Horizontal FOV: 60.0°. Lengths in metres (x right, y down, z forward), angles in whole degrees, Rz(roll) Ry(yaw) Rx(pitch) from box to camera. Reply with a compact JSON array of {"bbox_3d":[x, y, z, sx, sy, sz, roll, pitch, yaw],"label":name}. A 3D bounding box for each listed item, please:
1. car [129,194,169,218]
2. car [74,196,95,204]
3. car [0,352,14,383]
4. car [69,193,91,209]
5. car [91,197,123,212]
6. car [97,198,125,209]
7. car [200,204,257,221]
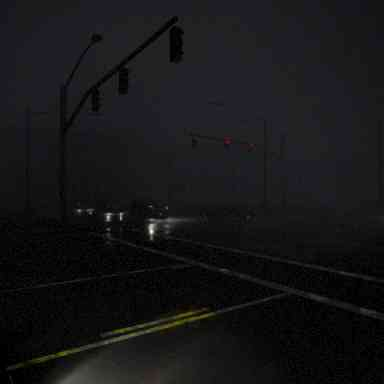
[{"bbox_3d":[-3.989,1.352,30.491,2.097,1.767,4.553,0,0,-36],"label":"car"},{"bbox_3d":[-20.128,1.493,62.413,2.128,1.511,4.902,0,0,3],"label":"car"},{"bbox_3d":[-3.602,1.547,1.239,5.357,1.411,2.033,0,0,-35],"label":"car"},{"bbox_3d":[-15.829,1.219,47.164,2.150,2.045,5.566,0,0,-33],"label":"car"},{"bbox_3d":[-9.767,1.526,38.500,1.812,1.442,4.674,0,0,-36],"label":"car"},{"bbox_3d":[-11.640,1.547,47.445,2.033,1.411,5.357,0,0,-34],"label":"car"},{"bbox_3d":[2.783,1.602,26.839,1.895,1.301,4.718,0,0,-43],"label":"car"}]
